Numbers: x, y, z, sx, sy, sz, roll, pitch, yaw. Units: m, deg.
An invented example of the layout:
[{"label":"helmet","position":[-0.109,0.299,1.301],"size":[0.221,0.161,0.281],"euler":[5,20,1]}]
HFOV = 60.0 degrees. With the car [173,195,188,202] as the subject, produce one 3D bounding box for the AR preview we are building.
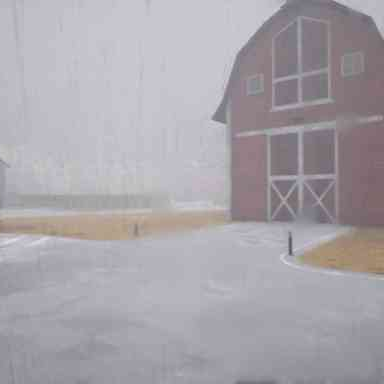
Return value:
[{"label":"car","position":[-3.268,1.921,94.099],"size":[1.932,1.855,4.605],"euler":[-1,0,35]}]
